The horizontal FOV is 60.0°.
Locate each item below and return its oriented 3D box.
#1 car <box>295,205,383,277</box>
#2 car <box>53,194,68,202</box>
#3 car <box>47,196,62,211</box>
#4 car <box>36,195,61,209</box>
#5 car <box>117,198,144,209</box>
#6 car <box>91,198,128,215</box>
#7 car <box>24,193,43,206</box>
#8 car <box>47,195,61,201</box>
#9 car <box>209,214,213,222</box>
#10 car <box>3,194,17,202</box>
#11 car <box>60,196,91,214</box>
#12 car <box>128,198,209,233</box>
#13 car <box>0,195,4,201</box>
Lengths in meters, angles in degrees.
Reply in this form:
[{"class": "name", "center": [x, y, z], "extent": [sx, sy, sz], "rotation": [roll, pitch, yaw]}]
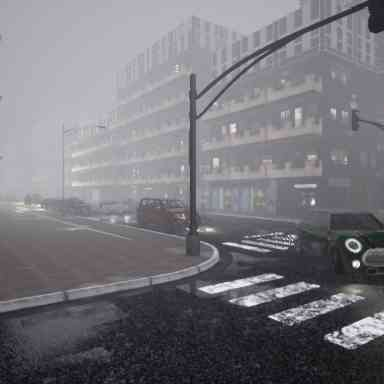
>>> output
[{"class": "car", "center": [4.881, 1.352, 10.384], "extent": [2.097, 1.767, 4.553], "rotation": [0, 0, -1]}, {"class": "car", "center": [-27.917, 1.270, 70.503], "extent": [1.967, 1.590, 4.097], "rotation": [0, 0, -36]}, {"class": "car", "center": [-14.805, 1.451, 38.047], "extent": [1.947, 1.339, 4.313], "rotation": [0, 0, -36]}, {"class": "car", "center": [-18.123, 1.436, 42.639], "extent": [1.947, 1.339, 4.313], "rotation": [0, 0, -36]}, {"class": "car", "center": [-8.012, 1.466, 42.955], "extent": [1.802, 1.307, 4.206], "rotation": [0, 0, -36]}, {"class": "car", "center": [-8.005, 1.506, 33.057], "extent": [1.895, 1.301, 4.718], "rotation": [0, 0, -36]}, {"class": "car", "center": [-24.757, 1.162, 51.820], "extent": [2.192, 1.841, 5.009], "rotation": [0, 0, -36]}, {"class": "car", "center": [-31.233, 1.379, 75.093], "extent": [2.008, 1.369, 4.403], "rotation": [0, 0, -36]}, {"class": "car", "center": [-0.873, 1.488, 23.180], "extent": [2.033, 1.411, 5.357], "rotation": [0, 0, -36]}, {"class": "car", "center": [-38.027, 1.412, 70.186], "extent": [1.802, 1.307, 4.206], "rotation": [0, 0, -36]}, {"class": "car", "center": [-11.487, 1.445, 33.454], "extent": [1.887, 1.381, 4.507], "rotation": [0, 0, -36]}, {"class": "car", "center": [-1.534, 1.264, 19.680], "extent": [2.192, 1.841, 5.009], "rotation": [0, 0, -36]}, {"class": "car", "center": [-41.345, 1.269, 74.777], "extent": [1.967, 1.590, 4.097], "rotation": [0, 0, -36]}]
